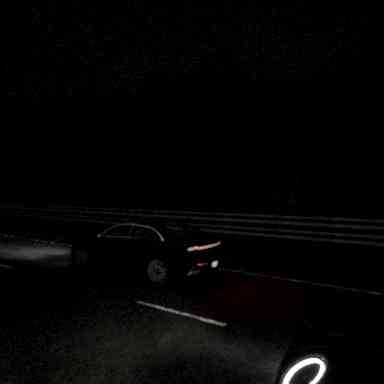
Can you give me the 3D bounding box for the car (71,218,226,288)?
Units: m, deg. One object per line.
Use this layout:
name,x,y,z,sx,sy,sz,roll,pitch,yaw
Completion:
car,-1.412,1.500,9.347,4.902,1.511,2.128,0,0,36

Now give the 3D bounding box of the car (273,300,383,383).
car,2.798,1.352,2.004,4.553,1.767,2.097,0,0,36
